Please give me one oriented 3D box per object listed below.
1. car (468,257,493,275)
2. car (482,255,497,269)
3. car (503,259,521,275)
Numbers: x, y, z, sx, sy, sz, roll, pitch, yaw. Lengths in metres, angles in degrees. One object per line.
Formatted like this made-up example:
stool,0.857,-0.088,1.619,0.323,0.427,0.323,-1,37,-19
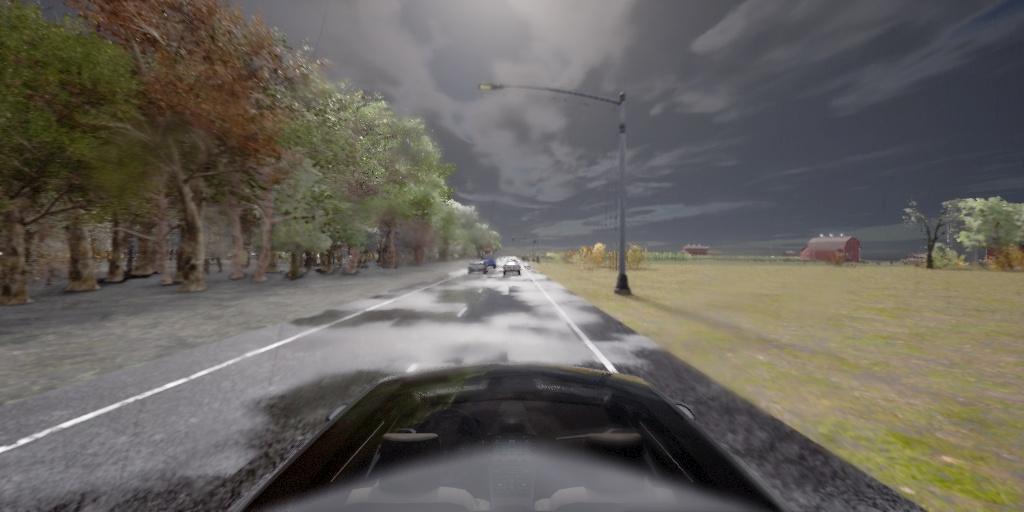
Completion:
car,-3.485,1.135,37.786,2.128,1.511,4.902,0,0,0
car,-3.444,0.816,53.415,2.150,2.045,5.566,0,1,0
car,0.011,1.193,37.465,2.033,1.411,5.357,0,0,0
